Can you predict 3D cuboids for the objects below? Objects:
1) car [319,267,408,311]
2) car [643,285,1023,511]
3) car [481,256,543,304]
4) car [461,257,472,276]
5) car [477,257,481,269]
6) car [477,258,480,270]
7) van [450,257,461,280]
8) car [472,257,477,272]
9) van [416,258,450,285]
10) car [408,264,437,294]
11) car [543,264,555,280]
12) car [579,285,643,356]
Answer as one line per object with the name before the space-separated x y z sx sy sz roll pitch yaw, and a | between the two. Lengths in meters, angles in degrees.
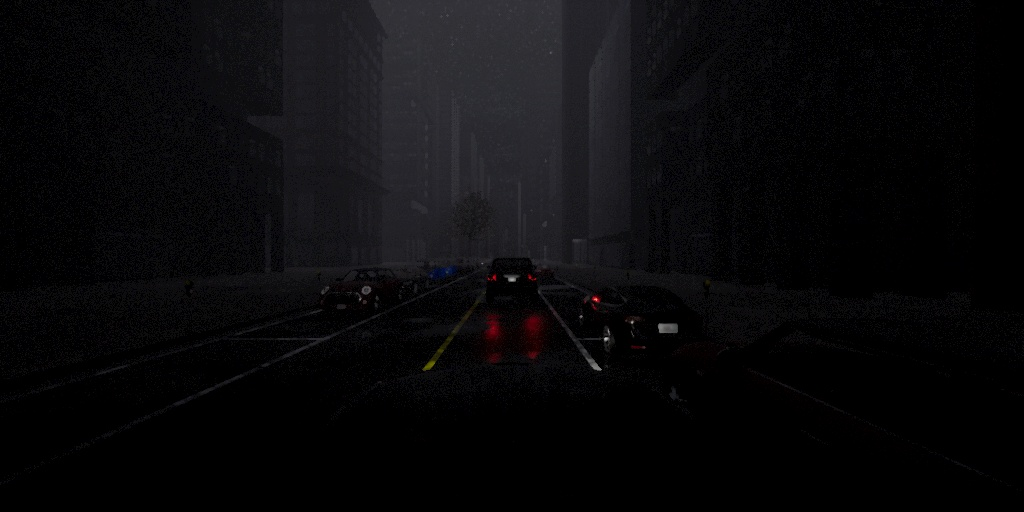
car | -5.763 1.187 14.089 1.967 1.591 4.097 0 0 0
car | 2.762 1.187 2.739 1.967 1.591 4.097 0 0 0
car | 0.000 1.007 16.530 2.150 2.045 5.566 0 0 0
car | -5.763 1.064 36.799 2.192 1.841 5.009 0 0 0
car | -5.763 1.067 53.831 2.192 1.841 5.009 0 0 0
car | -5.762 1.317 48.154 1.948 1.339 4.313 0 0 0
van | -5.763 1.090 31.121 1.690 1.789 3.998 0 0 0
car | -5.763 1.065 42.476 2.192 1.841 5.009 0 0 0
van | -5.762 1.089 25.444 1.690 1.789 3.998 0 0 0
car | -5.763 1.298 19.766 2.007 1.370 4.403 0 0 0
car | 2.763 1.331 31.128 1.802 1.307 4.207 0 0 0
car | 2.763 1.313 8.417 1.948 1.339 4.313 0 0 0
